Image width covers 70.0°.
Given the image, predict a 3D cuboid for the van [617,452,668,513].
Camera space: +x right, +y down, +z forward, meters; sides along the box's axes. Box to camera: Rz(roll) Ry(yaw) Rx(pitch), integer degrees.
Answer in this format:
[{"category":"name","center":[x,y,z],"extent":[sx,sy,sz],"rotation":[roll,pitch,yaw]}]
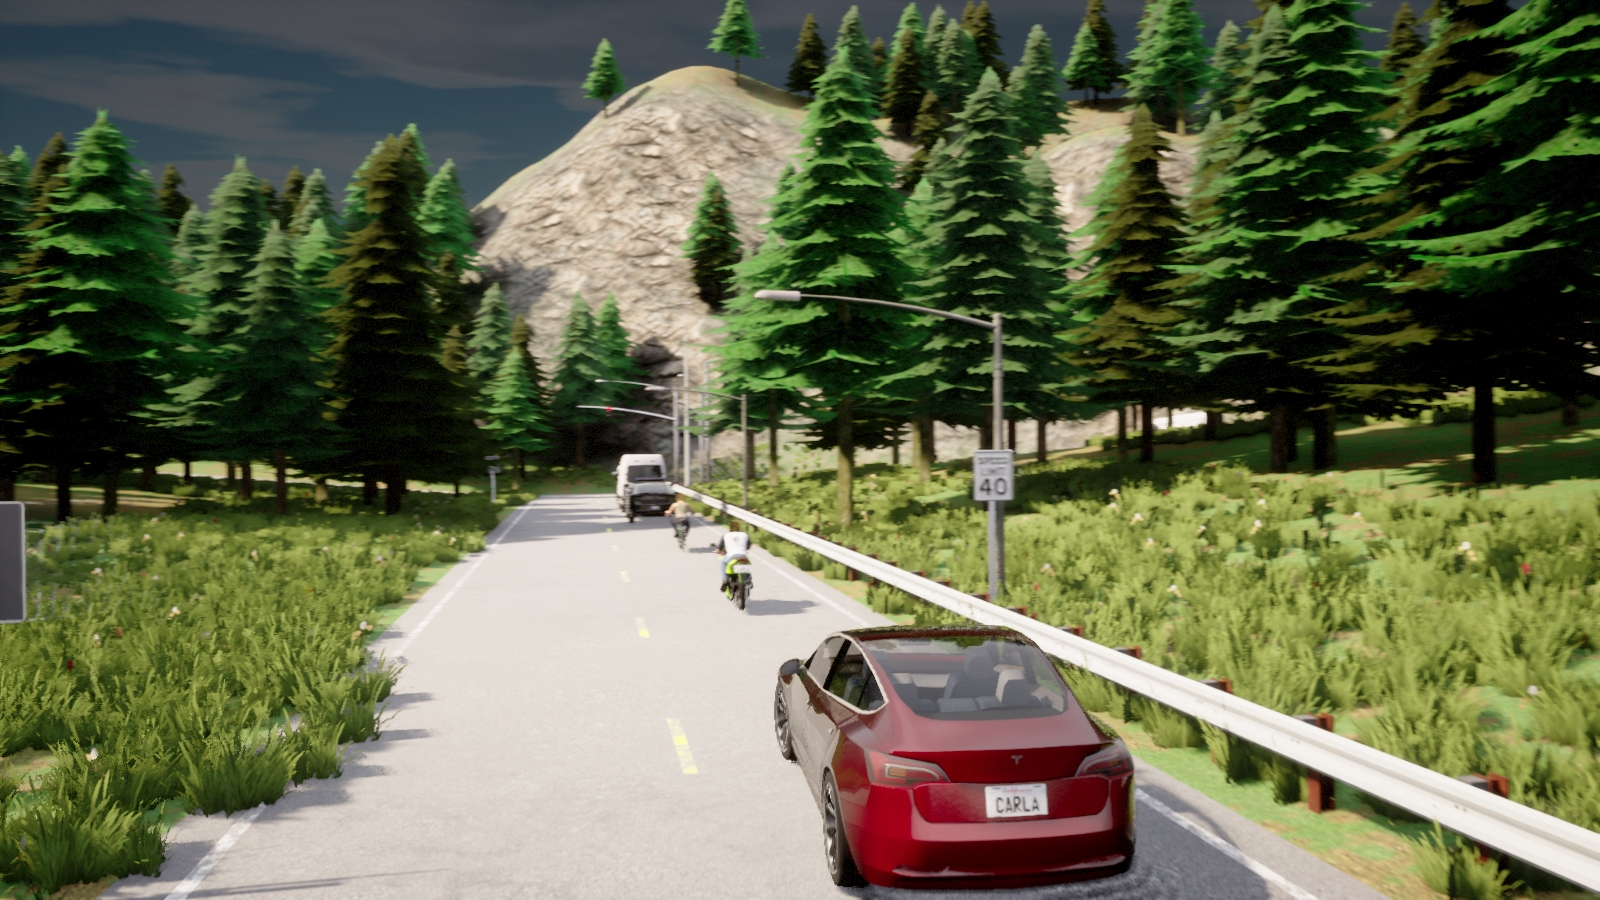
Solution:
[{"category":"van","center":[-7.272,1.411,52.295],"extent":[1.988,2.561,5.915],"rotation":[-1,0,-11]}]

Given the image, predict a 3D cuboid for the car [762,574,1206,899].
[{"category":"car","center":[1.004,2.004,8.933],"extent":[2.163,1.488,4.792],"rotation":[-1,0,-7]}]

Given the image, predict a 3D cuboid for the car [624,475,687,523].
[{"category":"car","center":[-5.758,1.869,45.032],"extent":[2.097,1.638,5.238],"rotation":[-1,0,-11]}]

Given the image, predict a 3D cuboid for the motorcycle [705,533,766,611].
[{"category":"motorcycle","center":[-1.169,2.137,20.329],"extent":[0.803,1.145,2.033],"rotation":[-1,0,-11]}]
